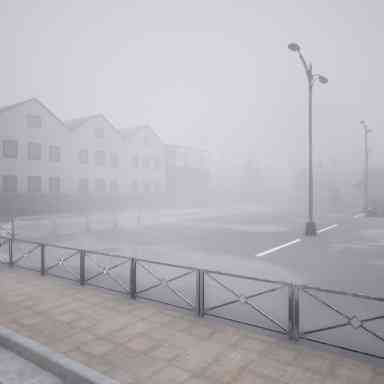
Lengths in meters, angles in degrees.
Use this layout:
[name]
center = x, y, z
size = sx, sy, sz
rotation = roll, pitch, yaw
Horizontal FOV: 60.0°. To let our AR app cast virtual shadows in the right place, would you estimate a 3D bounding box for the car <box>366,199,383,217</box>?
[car]
center = 15.339, 1.298, 26.865
size = 2.007, 1.523, 4.514
rotation = 0, 0, 35
